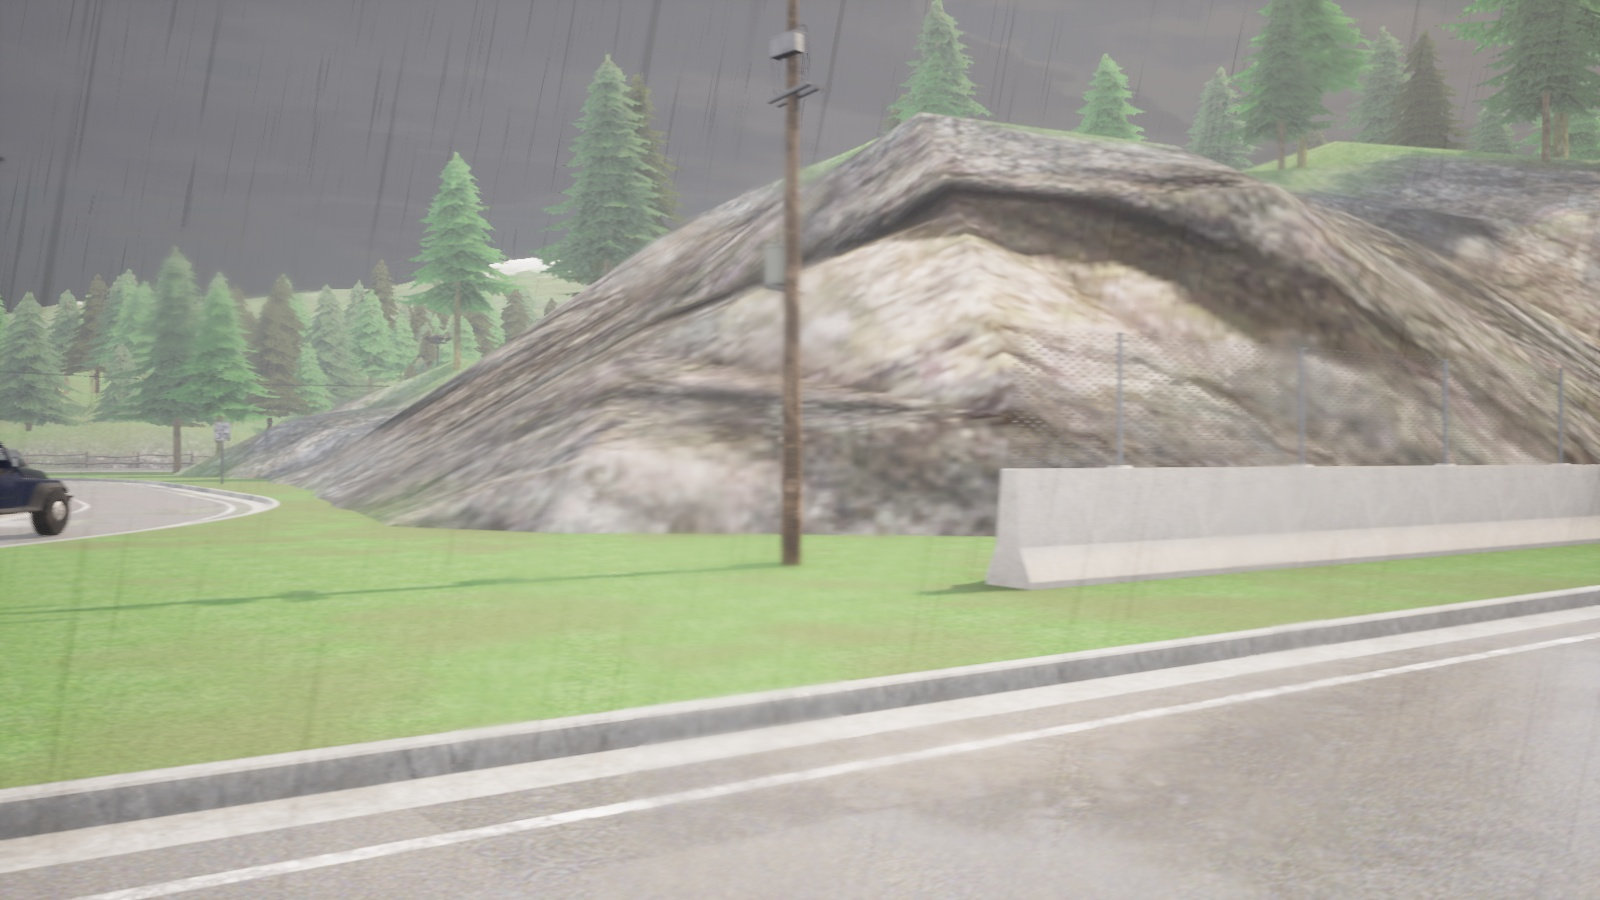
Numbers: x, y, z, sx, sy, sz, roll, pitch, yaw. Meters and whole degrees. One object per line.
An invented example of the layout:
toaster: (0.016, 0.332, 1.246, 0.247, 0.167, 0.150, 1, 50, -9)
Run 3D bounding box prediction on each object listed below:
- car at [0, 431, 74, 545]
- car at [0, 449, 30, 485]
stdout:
car: (-14.062, 0.621, 20.741, 1.905, 1.878, 3.866, 0, 0, 0)
car: (-40.753, 0.843, 62.717, 4.553, 1.767, 2.097, 0, 0, 33)
